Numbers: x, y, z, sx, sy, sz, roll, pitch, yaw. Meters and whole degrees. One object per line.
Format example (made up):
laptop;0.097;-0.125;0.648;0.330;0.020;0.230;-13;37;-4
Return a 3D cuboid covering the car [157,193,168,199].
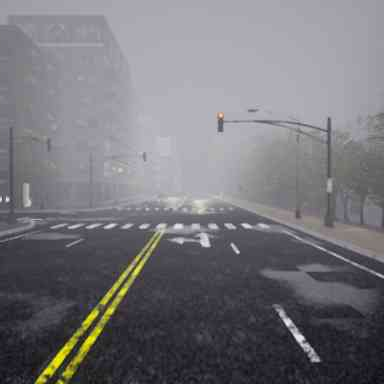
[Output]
car;-6.531;0.855;73.090;1.812;1.442;4.674;0;0;0
